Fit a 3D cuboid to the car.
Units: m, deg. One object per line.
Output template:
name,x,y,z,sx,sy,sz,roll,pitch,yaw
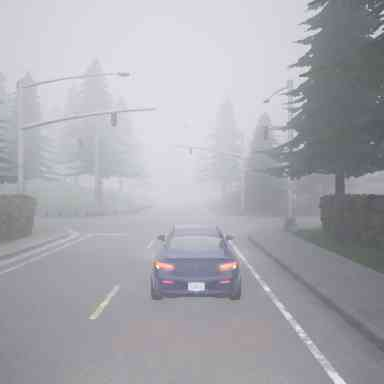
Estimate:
car,0.084,1.526,8.248,1.812,1.442,4.674,0,0,0
